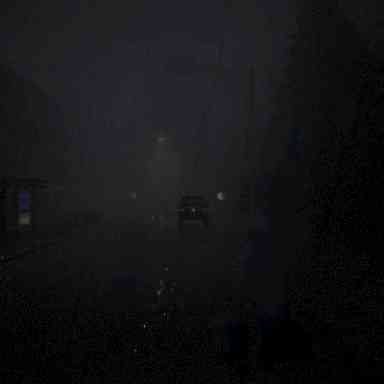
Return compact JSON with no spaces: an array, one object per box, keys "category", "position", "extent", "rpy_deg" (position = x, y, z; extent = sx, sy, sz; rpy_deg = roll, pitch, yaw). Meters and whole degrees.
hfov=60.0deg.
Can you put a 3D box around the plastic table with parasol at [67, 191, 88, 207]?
[{"category":"plastic table with parasol","position":[-17.697,1.057,51.506],"extent":[2.482,2.480,2.482],"rpy_deg":[0,0,0]}]

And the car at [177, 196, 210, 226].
[{"category":"car","position":[0.092,1.283,24.192],"extent":[2.150,2.045,5.566],"rpy_deg":[0,0,0]}]

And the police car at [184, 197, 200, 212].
[{"category":"police car","position":[0.030,1.531,41.257],"extent":[1.930,1.638,5.238],"rpy_deg":[0,0,0]}]

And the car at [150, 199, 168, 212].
[{"category":"car","position":[-4.034,1.598,40.966],"extent":[2.128,1.511,4.902],"rpy_deg":[0,0,0]}]
